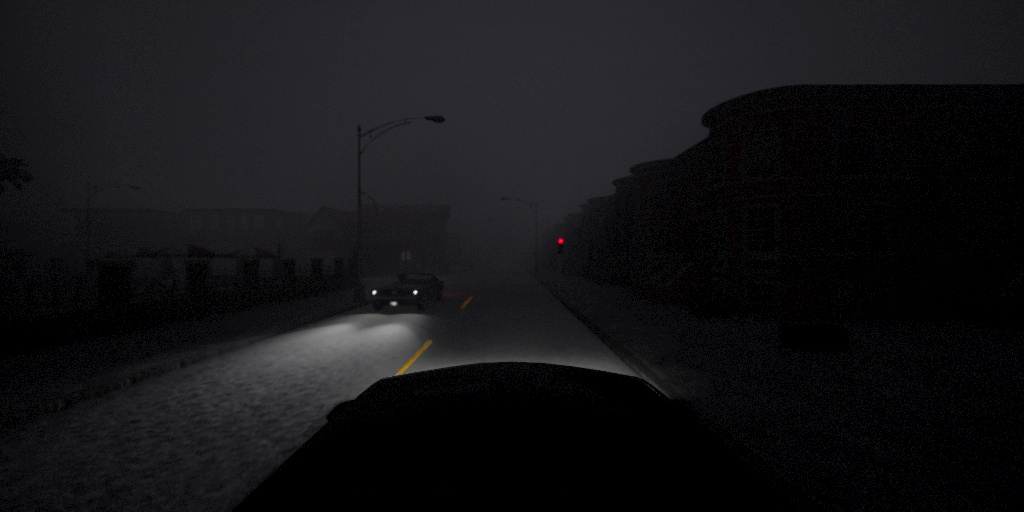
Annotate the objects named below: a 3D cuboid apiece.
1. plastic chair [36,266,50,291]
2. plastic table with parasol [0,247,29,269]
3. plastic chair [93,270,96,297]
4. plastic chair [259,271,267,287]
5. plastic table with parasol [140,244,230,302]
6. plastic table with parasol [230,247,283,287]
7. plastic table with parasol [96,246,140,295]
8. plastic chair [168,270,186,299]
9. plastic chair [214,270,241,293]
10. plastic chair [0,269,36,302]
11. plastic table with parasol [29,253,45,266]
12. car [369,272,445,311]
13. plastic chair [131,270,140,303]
[{"bbox_3d":[-26.771,1.335,20.104,0.730,1.272,0.750,0,0,-39],"label":"plastic chair"},{"bbox_3d":[-22.309,0.713,14.662,2.482,2.480,2.482,0,0,-42],"label":"plastic table with parasol"},{"bbox_3d":[-20.348,1.335,17.920,0.730,1.272,0.750,0,0,-40],"label":"plastic chair"},{"bbox_3d":[-13.384,1.356,18.647,0.750,1.272,0.730,0,0,-40],"label":"plastic chair"},{"bbox_3d":[-13.674,0.721,15.177,2.482,2.480,2.482,0,0,-40],"label":"plastic table with parasol"},{"bbox_3d":[-14.123,0.754,19.666,2.482,2.480,2.482,0,0,-40],"label":"plastic table with parasol"},{"bbox_3d":[-19.351,0.735,18.655,2.482,2.480,2.482,0,0,-40],"label":"plastic table with parasol"},{"bbox_3d":[-12.935,1.306,14.173,0.750,1.272,0.730,0,0,-40],"label":"plastic chair"},{"bbox_3d":[-12.645,1.319,15.924,0.730,1.272,0.750,0,0,-40],"label":"plastic chair"},{"bbox_3d":[-21.271,1.324,15.397,0.730,1.272,0.750,0,0,-40],"label":"plastic chair"},{"bbox_3d":[-27.794,0.733,19.347,2.482,2.480,2.482,0,0,-40],"label":"plastic table with parasol"},{"bbox_3d":[-4.096,1.351,14.701,1.895,1.301,4.718,0,0,0],"label":"car"},{"bbox_3d":[-14.669,1.299,14.441,0.730,1.272,0.750,0,0,-40],"label":"plastic chair"}]
